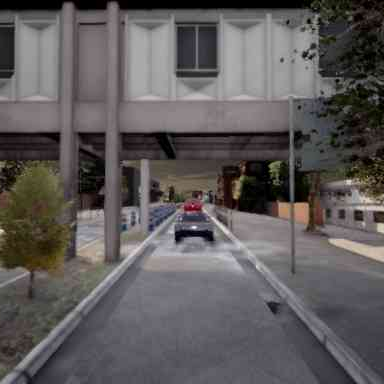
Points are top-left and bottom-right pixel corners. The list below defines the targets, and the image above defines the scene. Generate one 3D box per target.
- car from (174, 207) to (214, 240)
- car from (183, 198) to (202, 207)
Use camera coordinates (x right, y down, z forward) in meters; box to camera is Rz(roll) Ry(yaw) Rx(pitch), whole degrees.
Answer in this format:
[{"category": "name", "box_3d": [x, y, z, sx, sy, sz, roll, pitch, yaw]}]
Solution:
[{"category": "car", "box_3d": [0.101, 1.702, 17.979, 1.994, 1.385, 4.181, 0, -1, 0]}, {"category": "car", "box_3d": [0.102, 1.801, 41.469, 2.150, 2.045, 5.566, 0, -1, 0]}]
